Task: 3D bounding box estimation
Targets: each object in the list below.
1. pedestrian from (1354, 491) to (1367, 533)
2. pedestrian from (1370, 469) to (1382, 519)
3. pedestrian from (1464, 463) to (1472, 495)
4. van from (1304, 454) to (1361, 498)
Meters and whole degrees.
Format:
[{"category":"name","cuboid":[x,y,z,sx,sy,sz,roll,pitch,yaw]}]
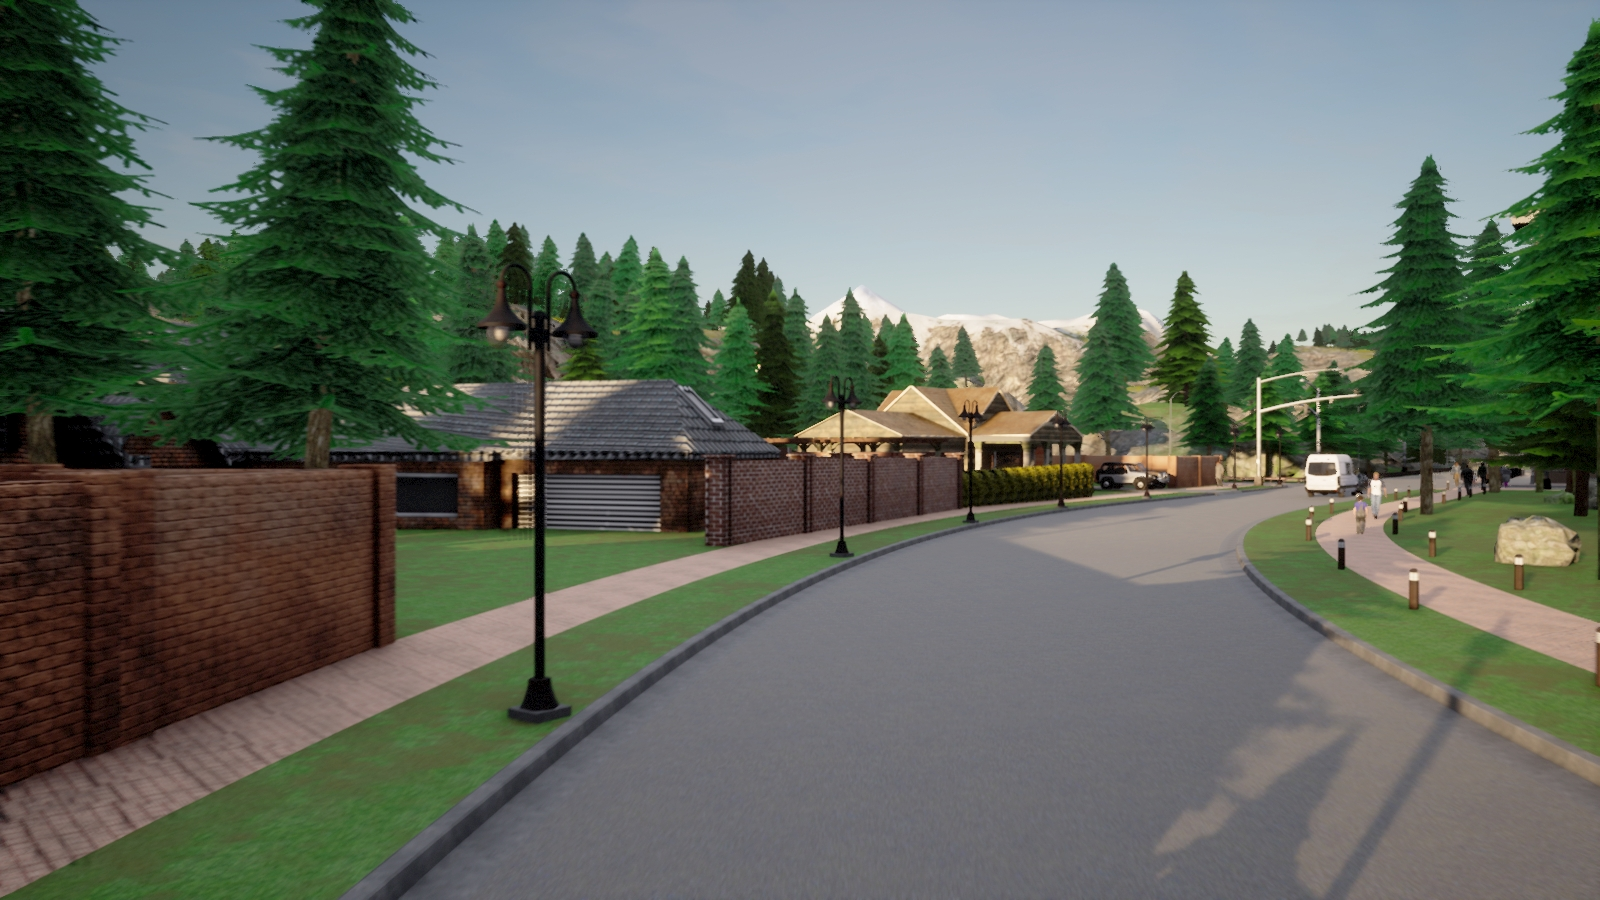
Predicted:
[{"category":"pedestrian","cuboid":[17.666,1.947,35.993,0.375,1.300,0.375,0,0,26]},{"category":"pedestrian","cuboid":[21.865,1.668,43.374,0.375,1.860,0.375,0,0,29]},{"category":"pedestrian","cuboid":[38.741,1.671,66.259,0.375,1.860,0.375,0,0,36]},{"category":"van","cuboid":[32.245,1.508,69.126,1.988,2.561,5.915,0,0,37]}]
